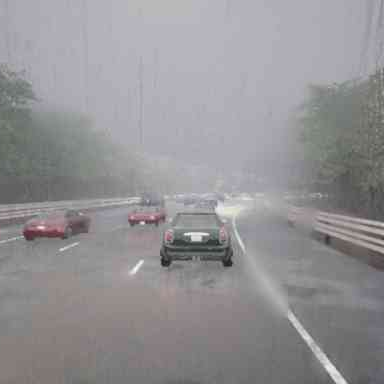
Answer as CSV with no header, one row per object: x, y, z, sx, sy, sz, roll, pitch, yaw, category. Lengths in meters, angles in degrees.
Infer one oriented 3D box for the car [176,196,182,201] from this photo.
-1.976,1.484,66.664,2.033,1.411,5.357,0,0,9,car

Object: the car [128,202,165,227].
-2.884,1.597,22.552,1.895,1.301,4.718,0,0,3,car

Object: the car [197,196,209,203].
2.313,1.488,71.181,1.994,1.385,4.181,0,0,9,car

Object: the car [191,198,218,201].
1.255,1.569,32.429,1.994,1.385,4.181,0,0,4,car

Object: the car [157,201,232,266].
0.186,1.353,11.672,2.097,1.767,4.553,0,0,2,car

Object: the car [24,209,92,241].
-6.588,1.553,16.768,1.994,1.385,4.181,0,0,3,car

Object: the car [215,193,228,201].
5.888,1.165,71.352,2.150,2.045,5.566,0,0,9,car

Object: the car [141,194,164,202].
-4.934,1.208,41.996,2.150,2.045,5.566,1,0,6,car

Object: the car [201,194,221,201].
2.913,1.474,49.923,1.882,1.535,5.008,0,0,7,car

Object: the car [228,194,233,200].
9.104,1.489,88.694,1.895,1.301,4.718,0,0,12,car

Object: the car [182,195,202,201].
0.070,1.333,54.715,2.097,1.767,4.553,0,0,7,car
